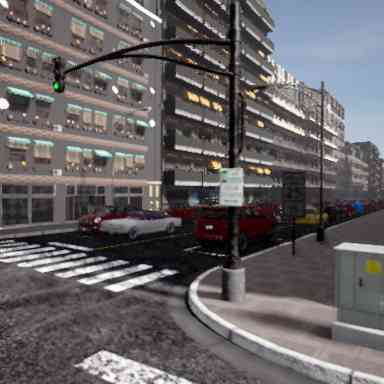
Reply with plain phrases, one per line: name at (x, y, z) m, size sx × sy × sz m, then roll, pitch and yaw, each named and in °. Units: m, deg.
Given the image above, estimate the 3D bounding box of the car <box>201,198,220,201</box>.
car at (1.705, 1.425, 28.857) m, size 2.192 × 1.841 × 5.009 m, roll 0°, pitch 0°, yaw 36°

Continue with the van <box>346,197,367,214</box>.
van at (18.205, 1.564, 37.508) m, size 1.690 × 1.788 × 3.998 m, roll 0°, pitch 0°, yaw 36°

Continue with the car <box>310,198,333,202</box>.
car at (18.073, 1.772, 47.098) m, size 1.994 × 1.385 × 4.181 m, roll 1°, pitch 0°, yaw 36°

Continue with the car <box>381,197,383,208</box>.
car at (31.115, 1.849, 55.544) m, size 2.008 × 1.369 × 4.403 m, roll 0°, pitch 0°, yaw 36°

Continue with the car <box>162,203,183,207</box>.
car at (-1.523, 1.539, 24.349) m, size 1.967 × 1.590 × 4.097 m, roll 0°, pitch 0°, yaw 36°

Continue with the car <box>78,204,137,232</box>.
car at (-4.751, 1.528, 19.841) m, size 1.967 × 1.590 × 4.097 m, roll 0°, pitch 0°, yaw 36°

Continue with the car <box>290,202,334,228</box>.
car at (8.618, 1.709, 24.119) m, size 1.752 × 1.417 × 4.829 m, roll 0°, pitch 0°, yaw 36°

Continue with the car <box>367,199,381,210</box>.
car at (24.659, 1.698, 46.525) m, size 1.967 × 1.590 × 4.097 m, roll 0°, pitch 0°, yaw 36°

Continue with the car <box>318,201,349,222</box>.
car at (11.747, 1.761, 28.489) m, size 1.947 × 1.339 × 4.313 m, roll 0°, pitch 0°, yaw 36°

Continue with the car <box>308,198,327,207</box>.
car at (21.065, 1.748, 55.902) m, size 1.887 × 1.381 × 4.507 m, roll 0°, pitch 0°, yaw 36°

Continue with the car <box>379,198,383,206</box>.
car at (37.571, 1.885, 64.562) m, size 1.887 × 1.381 × 4.507 m, roll 0°, pitch 0°, yaw 36°

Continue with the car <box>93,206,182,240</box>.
car at (-2.722, 1.711, 18.233) m, size 1.895 × 1.301 × 4.718 m, roll 1°, pitch 0°, yaw 36°

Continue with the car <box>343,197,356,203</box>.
car at (37.201, 1.879, 78.441) m, size 1.947 × 1.339 × 4.313 m, roll 0°, pitch 0°, yaw 36°

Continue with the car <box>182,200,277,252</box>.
car at (2.063, 1.476, 14.960) m, size 2.192 × 1.841 × 5.009 m, roll 0°, pitch 0°, yaw 36°

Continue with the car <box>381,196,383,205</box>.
car at (40.800, 1.678, 69.072) m, size 2.192 × 1.841 × 5.009 m, roll 0°, pitch 0°, yaw 36°

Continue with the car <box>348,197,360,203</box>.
car at (40.427, 1.920, 82.947) m, size 1.802 × 1.307 × 4.206 m, roll 0°, pitch 0°, yaw 36°

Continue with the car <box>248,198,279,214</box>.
car at (8.158, 1.574, 37.872) m, size 1.967 × 1.590 × 4.097 m, roll 0°, pitch 0°, yaw 36°

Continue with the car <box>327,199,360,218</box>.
car at (14.975, 1.752, 32.999) m, size 1.887 × 1.381 × 4.507 m, roll 0°, pitch 0°, yaw 36°
